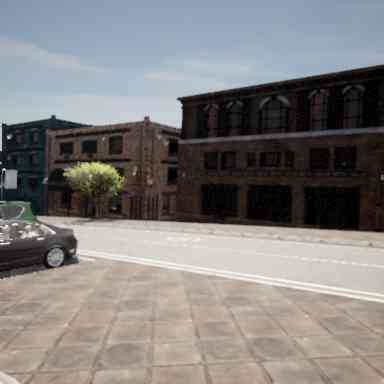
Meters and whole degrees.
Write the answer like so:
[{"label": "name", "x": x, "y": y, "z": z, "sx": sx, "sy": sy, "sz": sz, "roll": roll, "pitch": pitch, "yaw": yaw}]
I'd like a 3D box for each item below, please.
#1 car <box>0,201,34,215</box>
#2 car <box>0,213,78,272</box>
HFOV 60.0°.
[{"label": "car", "x": -7.945, "y": 1.362, "z": 11.027, "sx": 2.435, "sy": 2.045, "sz": 5.566, "roll": -1, "pitch": -1, "yaw": 35}, {"label": "car", "x": -5.642, "y": 1.580, "z": 9.428, "sx": 2.231, "sy": 1.521, "sz": 4.892, "roll": -1, "pitch": 0, "yaw": 35}]
